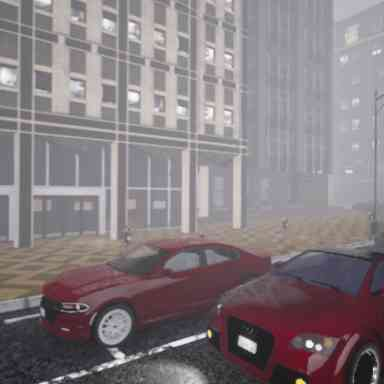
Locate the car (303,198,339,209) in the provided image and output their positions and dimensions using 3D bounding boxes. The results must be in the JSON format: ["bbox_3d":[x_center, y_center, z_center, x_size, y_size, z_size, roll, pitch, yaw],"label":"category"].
[{"bbox_3d":[18.896,1.626,48.848,1.752,1.417,4.829,1,0,-36],"label":"car"}]

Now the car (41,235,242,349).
[{"bbox_3d":[-0.397,1.554,6.281,4.507,1.381,1.887,0,0,-36],"label":"car"}]

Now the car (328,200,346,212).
[{"bbox_3d":[15.622,1.570,39.073,1.752,1.417,4.829,1,0,-36],"label":"car"}]

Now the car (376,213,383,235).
[{"bbox_3d":[8.840,1.610,12.923,4.313,1.339,1.947,0,0,-36],"label":"car"}]

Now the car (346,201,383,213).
[{"bbox_3d":[18.839,1.637,34.621,1.802,1.307,4.206,1,0,-36],"label":"car"}]

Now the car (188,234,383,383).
[{"bbox_3d":[2.254,1.577,5.000,4.181,1.385,1.994,0,0,-36],"label":"car"}]
